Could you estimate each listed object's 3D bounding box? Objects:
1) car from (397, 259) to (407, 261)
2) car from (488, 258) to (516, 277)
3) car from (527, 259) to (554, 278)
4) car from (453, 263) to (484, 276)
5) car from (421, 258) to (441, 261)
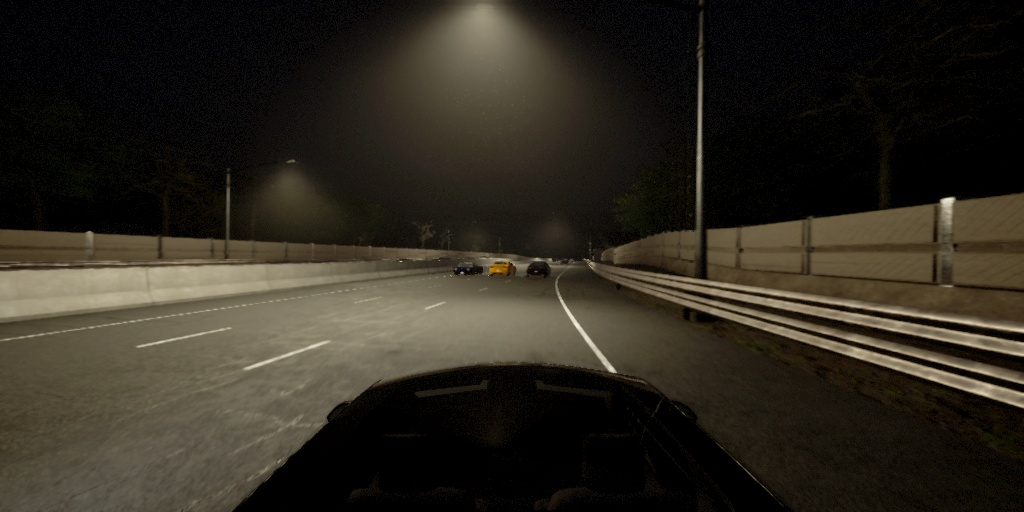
[{"bbox_3d":[-15.634,1.150,51.181,1.994,1.385,4.181,1,0,12],"label":"car"},{"bbox_3d":[-0.820,1.217,35.187,1.882,1.535,5.008,1,0,11],"label":"car"},{"bbox_3d":[2.619,1.252,34.529,1.882,1.535,5.008,1,0,11],"label":"car"},{"bbox_3d":[-4.256,1.305,35.857,1.895,1.301,4.718,1,0,11],"label":"car"},{"bbox_3d":[-12.198,1.223,50.509,1.895,1.301,4.718,1,0,12],"label":"car"}]
